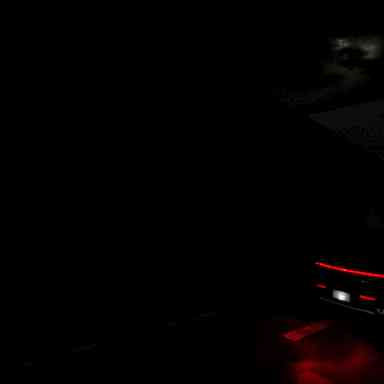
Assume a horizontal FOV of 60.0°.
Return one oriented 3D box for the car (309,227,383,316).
[{"bbox_3d":[4.466,1.497,6.951,4.892,1.490,1.837,0,0,-35],"label":"car"}]
